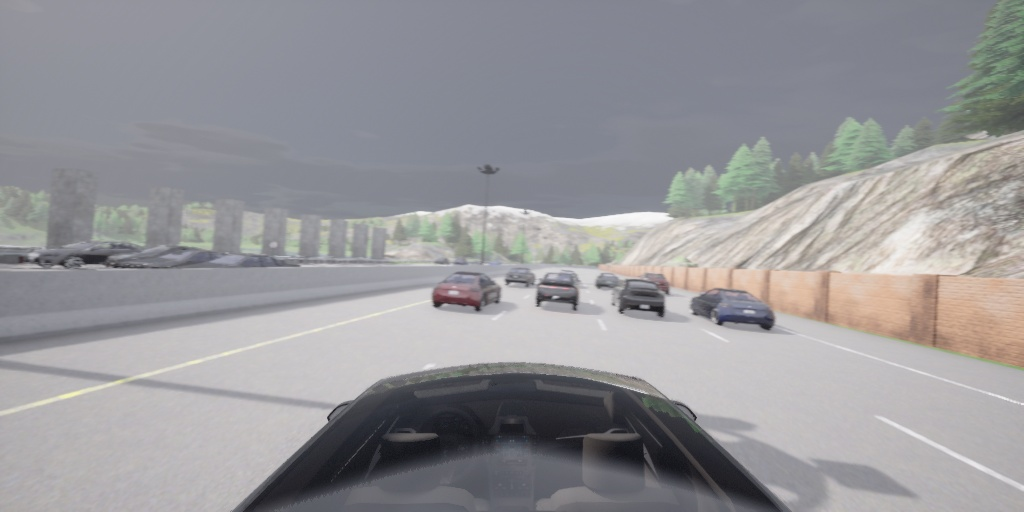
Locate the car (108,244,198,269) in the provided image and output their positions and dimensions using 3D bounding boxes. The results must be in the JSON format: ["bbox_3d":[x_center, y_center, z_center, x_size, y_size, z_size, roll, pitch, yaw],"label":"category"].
[{"bbox_3d":[-15.739,0.408,17.877,2.033,1.411,5.357,4,-1,11],"label":"car"}]

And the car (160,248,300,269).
[{"bbox_3d":[-12.420,0.618,16.712,2.033,1.411,5.357,4,-1,11],"label":"car"}]

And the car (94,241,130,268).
[{"bbox_3d":[-18.860,0.175,19.685,1.837,1.490,4.892,3,-1,9],"label":"car"}]

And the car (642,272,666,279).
[{"bbox_3d":[11.671,2.172,30.077,2.097,1.767,4.553,4,-1,11],"label":"car"}]

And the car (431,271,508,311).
[{"bbox_3d":[-1.715,1.332,14.852,1.994,1.385,4.181,4,-1,11],"label":"car"}]

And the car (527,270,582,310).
[{"bbox_3d":[2.234,1.547,17.004,2.128,1.511,4.902,4,-1,10],"label":"car"}]

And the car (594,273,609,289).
[{"bbox_3d":[8.381,2.180,31.574,1.994,1.385,4.181,4,-1,11],"label":"car"}]

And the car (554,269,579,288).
[{"bbox_3d":[4.953,1.957,32.237,1.994,1.385,4.181,4,-1,11],"label":"car"}]

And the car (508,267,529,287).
[{"bbox_3d":[0.720,1.620,28.581,2.033,1.411,5.357,4,-1,11],"label":"car"}]

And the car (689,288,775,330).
[{"bbox_3d":[8.957,2.046,14.944,1.994,1.385,4.181,4,-1,10],"label":"car"}]

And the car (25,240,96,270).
[{"bbox_3d":[-22.420,-0.080,19.461,2.128,1.511,4.902,4,-1,10],"label":"car"}]

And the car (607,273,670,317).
[{"bbox_3d":[5.696,1.788,16.527,1.837,1.490,4.892,4,0,10],"label":"car"}]
